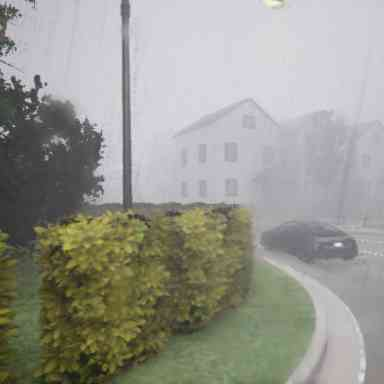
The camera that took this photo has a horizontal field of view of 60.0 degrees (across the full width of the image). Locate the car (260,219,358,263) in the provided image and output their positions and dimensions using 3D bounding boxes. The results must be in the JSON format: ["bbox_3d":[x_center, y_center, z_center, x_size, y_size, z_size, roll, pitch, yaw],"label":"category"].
[{"bbox_3d":[4.320,1.753,12.934,1.994,1.385,4.181,0,-1,-15],"label":"car"}]
